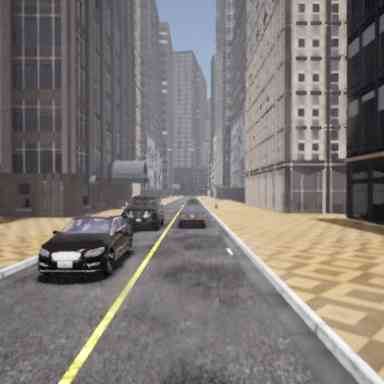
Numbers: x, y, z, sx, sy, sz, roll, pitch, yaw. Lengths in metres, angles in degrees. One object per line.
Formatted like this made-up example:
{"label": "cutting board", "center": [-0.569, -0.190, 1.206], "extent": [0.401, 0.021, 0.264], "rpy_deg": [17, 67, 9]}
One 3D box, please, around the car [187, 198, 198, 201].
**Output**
{"label": "car", "center": [0.092, 1.584, 44.534], "extent": [1.812, 1.442, 4.674], "rpy_deg": [0, 0, 0]}

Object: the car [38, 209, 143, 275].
{"label": "car", "center": [-3.089, 1.501, 10.551], "extent": [2.128, 1.511, 4.902], "rpy_deg": [0, 0, 0]}

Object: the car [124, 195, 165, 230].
{"label": "car", "center": [-3.007, 1.245, 21.489], "extent": [2.150, 2.045, 5.566], "rpy_deg": [0, 0, 0]}

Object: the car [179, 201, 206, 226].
{"label": "car", "center": [0.025, 1.571, 23.420], "extent": [2.033, 1.411, 5.357], "rpy_deg": [0, 0, 0]}
